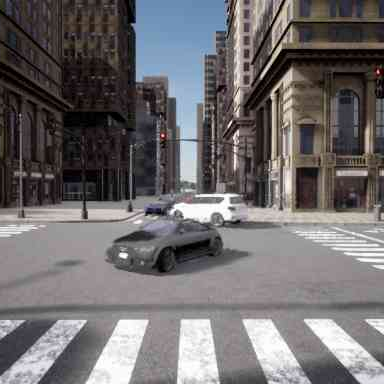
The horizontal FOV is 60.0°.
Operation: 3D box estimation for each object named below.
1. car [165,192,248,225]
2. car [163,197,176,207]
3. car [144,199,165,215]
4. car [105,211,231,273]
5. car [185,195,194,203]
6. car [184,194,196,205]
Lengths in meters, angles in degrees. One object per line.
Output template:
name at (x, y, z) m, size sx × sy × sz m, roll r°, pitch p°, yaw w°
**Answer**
car at (1.092, 1.160, 22.343) m, size 5.566 × 2.045 × 2.150 m, roll 0°, pitch 1°, yaw 41°
car at (-3.527, 1.514, 52.818) m, size 1.812 × 1.442 × 4.674 m, roll 0°, pitch 0°, yaw 0°
car at (-3.369, 1.593, 31.612) m, size 1.895 × 1.301 × 4.718 m, roll 0°, pitch 0°, yaw -1°
car at (-0.743, 1.555, 10.785) m, size 1.994 × 1.385 × 4.181 m, roll 0°, pitch 0°, yaw 36°
car at (-0.577, 1.488, 72.937) m, size 1.837 × 1.490 × 4.892 m, roll 0°, pitch 0°, yaw 0°
car at (-0.379, 1.341, 58.547) m, size 2.097 × 1.767 × 4.553 m, roll 0°, pitch 0°, yaw 0°
